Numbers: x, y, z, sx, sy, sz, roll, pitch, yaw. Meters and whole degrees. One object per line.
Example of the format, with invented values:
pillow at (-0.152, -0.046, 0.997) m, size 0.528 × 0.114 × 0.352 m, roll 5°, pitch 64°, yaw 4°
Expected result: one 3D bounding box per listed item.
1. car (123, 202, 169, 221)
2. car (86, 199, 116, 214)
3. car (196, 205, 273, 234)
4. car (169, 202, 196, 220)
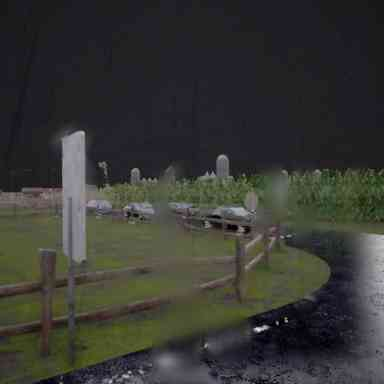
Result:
car at (-4.509, 1.696, 29.831) m, size 2.128 × 1.511 × 4.902 m, roll -1°, pitch 0°, yaw -36°
car at (-10.495, 1.642, 38.224) m, size 2.097 × 1.767 × 4.553 m, roll -1°, pitch 0°, yaw -35°
car at (2.569, 1.583, 19.802) m, size 1.882 × 1.535 × 5.008 m, roll 0°, pitch 0°, yaw -33°
car at (-1.363, 1.663, 30.493) m, size 2.128 × 1.511 × 4.902 m, roll -1°, pitch 0°, yaw -36°
